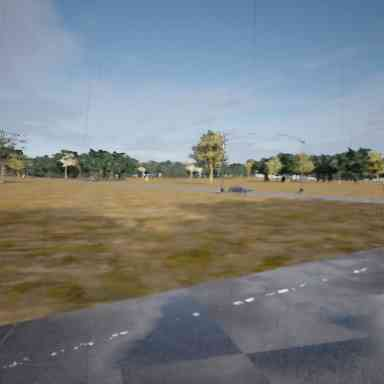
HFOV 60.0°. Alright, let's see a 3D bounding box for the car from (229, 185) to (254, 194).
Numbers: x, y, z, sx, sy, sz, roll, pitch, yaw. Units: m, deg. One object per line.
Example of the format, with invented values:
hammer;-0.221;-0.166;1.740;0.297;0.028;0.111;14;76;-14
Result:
car;8.874;-0.473;60.270;2.033;1.411;5.357;0;2;-32
